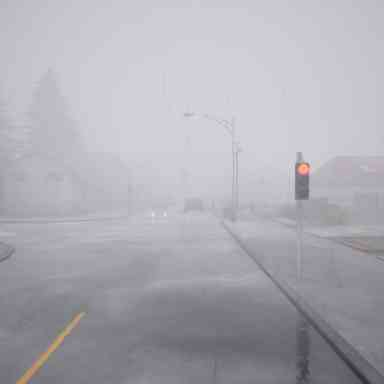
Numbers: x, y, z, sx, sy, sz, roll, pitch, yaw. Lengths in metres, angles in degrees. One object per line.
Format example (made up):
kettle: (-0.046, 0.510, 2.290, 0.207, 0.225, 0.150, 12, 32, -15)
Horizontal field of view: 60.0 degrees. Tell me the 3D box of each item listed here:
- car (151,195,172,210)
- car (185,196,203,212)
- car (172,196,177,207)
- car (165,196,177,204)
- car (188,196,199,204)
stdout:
car: (-3.978, 1.505, 42.238, 1.837, 1.490, 4.892, 0, 0, 0)
car: (0.222, 1.352, 38.745, 2.097, 1.767, 4.553, 0, 0, 0)
car: (-3.943, 1.352, 52.280, 2.097, 1.767, 4.553, 0, 0, 0)
car: (-3.879, 1.477, 62.353, 1.882, 1.535, 5.008, 0, 0, 1)
car: (0.293, 1.491, 67.339, 2.128, 1.511, 4.902, 0, 0, 0)
